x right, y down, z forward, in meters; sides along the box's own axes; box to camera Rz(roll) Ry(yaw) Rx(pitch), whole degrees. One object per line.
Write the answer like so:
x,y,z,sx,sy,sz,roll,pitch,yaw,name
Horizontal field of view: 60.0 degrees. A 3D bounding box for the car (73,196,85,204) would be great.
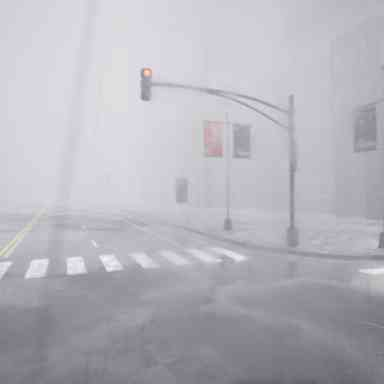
-20.743,1.431,61.043,1.882,1.535,5.008,0,0,-22,car
